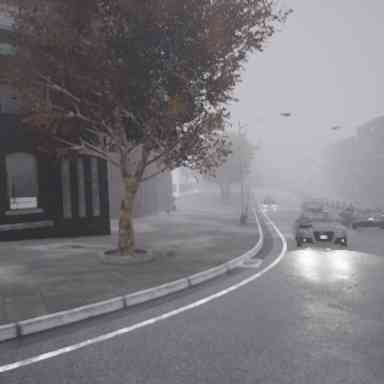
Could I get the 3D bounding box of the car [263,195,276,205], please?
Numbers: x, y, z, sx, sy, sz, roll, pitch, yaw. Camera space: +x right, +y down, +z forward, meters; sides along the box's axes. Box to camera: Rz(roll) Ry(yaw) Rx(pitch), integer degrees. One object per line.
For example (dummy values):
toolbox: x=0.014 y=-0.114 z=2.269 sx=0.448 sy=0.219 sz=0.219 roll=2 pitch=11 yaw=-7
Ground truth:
car: x=12.922 y=1.279 z=55.473 sx=1.837 sy=1.490 sz=4.892 roll=-2 pitch=2 yaw=10

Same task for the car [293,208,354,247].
car: x=5.694 y=1.625 z=15.153 sx=1.994 sy=1.385 sz=4.181 roll=-2 pitch=-1 yaw=14

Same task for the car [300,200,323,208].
car: x=13.784 y=1.594 z=38.639 sx=1.994 sy=1.385 sz=4.181 roll=-2 pitch=0 yaw=10

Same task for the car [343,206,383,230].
car: x=10.682 y=1.544 z=21.081 sx=1.994 sy=1.385 sz=4.181 roll=-2 pitch=-1 yaw=11
